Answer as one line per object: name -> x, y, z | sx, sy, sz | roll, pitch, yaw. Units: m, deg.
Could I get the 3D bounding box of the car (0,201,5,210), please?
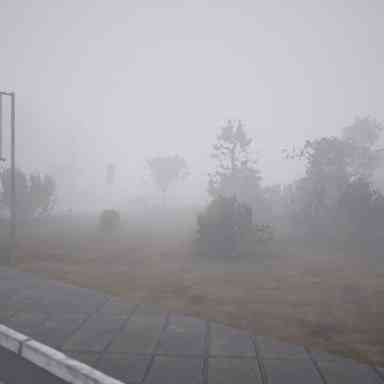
car -> -22.410, 1.474, 34.874 | 1.882, 1.535, 5.008 | 0, 0, 39

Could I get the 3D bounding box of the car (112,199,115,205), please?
car -> -10.881, 1.365, 54.758 | 2.128, 1.511, 4.902 | 0, 1, 39

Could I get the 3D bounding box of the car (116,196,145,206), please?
car -> -8.832, 1.379, 51.727 | 2.128, 1.511, 4.902 | 0, 1, 39
